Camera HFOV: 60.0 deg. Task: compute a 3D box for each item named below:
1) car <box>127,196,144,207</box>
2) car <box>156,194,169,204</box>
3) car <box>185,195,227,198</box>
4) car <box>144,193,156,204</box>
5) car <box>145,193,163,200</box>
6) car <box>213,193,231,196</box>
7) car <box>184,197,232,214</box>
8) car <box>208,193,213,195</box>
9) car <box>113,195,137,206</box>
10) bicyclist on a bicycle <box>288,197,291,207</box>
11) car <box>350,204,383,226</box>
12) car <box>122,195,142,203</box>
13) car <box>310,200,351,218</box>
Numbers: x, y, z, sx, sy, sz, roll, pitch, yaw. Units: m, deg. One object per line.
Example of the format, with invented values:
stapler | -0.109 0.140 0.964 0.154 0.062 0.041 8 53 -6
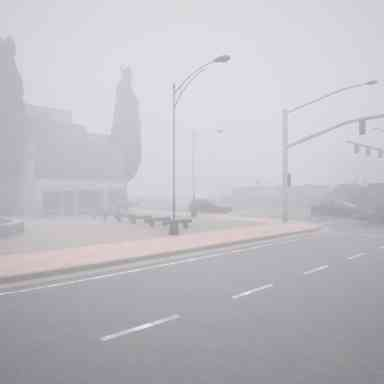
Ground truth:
car | -9.565 1.477 49.042 1.882 1.535 5.008 0 0 -40
car | -6.065 1.564 61.442 1.994 1.385 4.181 0 0 -40
car | 1.727 1.492 41.095 2.128 1.511 4.902 0 0 -40
car | -9.146 1.491 59.660 2.128 1.511 4.902 0 0 -40
car | -10.018 1.153 88.037 4.605 1.855 1.932 0 0 -42
car | 6.873 1.395 69.050 3.806 1.475 1.970 0 0 -42
car | 1.821 1.547 35.564 2.033 1.411 5.357 0 0 -40
car | 4.955 1.156 71.218 3.866 1.878 1.905 0 0 -42
car | -11.551 1.351 56.870 2.097 1.767 4.553 0 0 -40
bicyclist on a bicycle | 12.890 1.261 44.827 1.656 1.620 0.582 -7 4 -40
car | 13.627 1.547 21.620 2.033 1.411 5.357 0 0 -40
car | -12.514 1.478 68.999 1.882 1.535 5.008 0 0 -40
car | 12.583 1.478 28.269 1.882 1.535 5.008 0 0 -40
